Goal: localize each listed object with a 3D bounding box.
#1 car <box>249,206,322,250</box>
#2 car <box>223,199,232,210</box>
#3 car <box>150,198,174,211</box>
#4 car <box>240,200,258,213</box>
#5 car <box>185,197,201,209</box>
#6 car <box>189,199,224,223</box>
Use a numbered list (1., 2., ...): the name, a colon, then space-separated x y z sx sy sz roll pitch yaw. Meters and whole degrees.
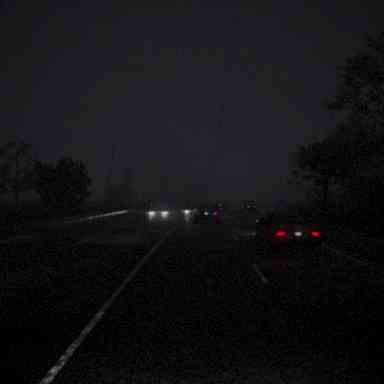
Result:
1. car: 3.937 1.552 14.426 2.033 1.411 5.357 0 0 3
2. car: 3.980 1.573 42.816 1.994 1.385 4.181 0 0 12
3. car: -3.679 1.473 41.387 1.882 1.535 5.008 0 0 12
4. car: 6.255 1.561 36.611 2.033 1.411 5.357 0 0 10
5. car: 0.412 1.507 43.876 1.837 1.490 4.892 0 0 13
6. car: 1.237 1.551 25.479 2.033 1.411 5.357 0 0 6
